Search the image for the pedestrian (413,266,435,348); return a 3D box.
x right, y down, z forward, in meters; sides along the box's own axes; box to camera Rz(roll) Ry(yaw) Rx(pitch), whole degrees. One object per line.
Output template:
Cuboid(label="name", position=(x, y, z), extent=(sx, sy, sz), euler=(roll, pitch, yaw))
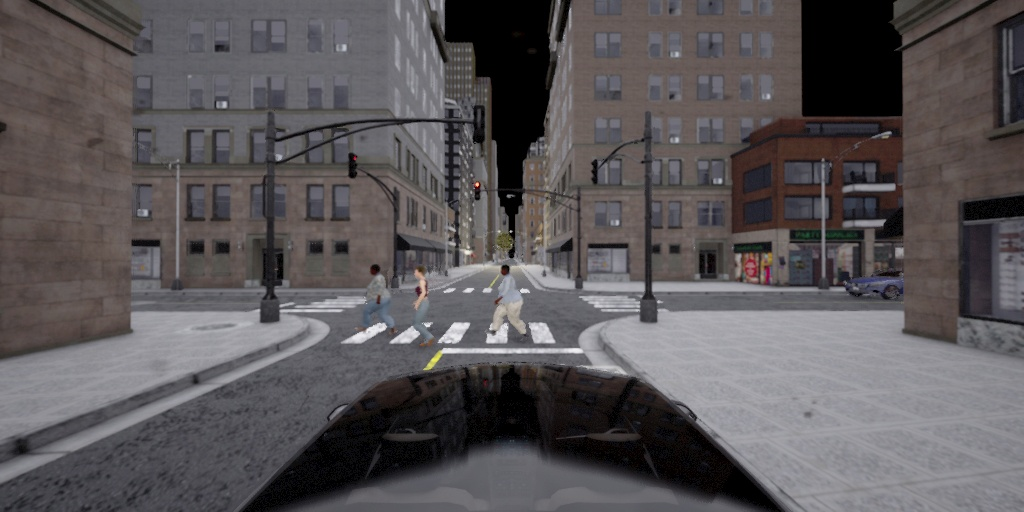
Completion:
Cuboid(label="pedestrian", position=(-1.989, 1.068, 7.898), extent=(0.375, 1.860, 0.375), euler=(0, 0, 0))

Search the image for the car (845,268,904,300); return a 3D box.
Cuboid(label="car", position=(18.883, 1.310, 17.260), extent=(4.674, 1.442, 1.812), euler=(0, 0, 0))

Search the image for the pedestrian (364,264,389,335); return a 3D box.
Cuboid(label="pedestrian", position=(-3.433, 1.072, 9.099), extent=(0.375, 1.860, 0.375), euler=(0, 0, 0))

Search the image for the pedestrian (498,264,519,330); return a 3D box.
Cuboid(label="pedestrian", position=(-0.075, 1.070, 8.497), extent=(0.375, 1.860, 0.375), euler=(0, 0, 0))
